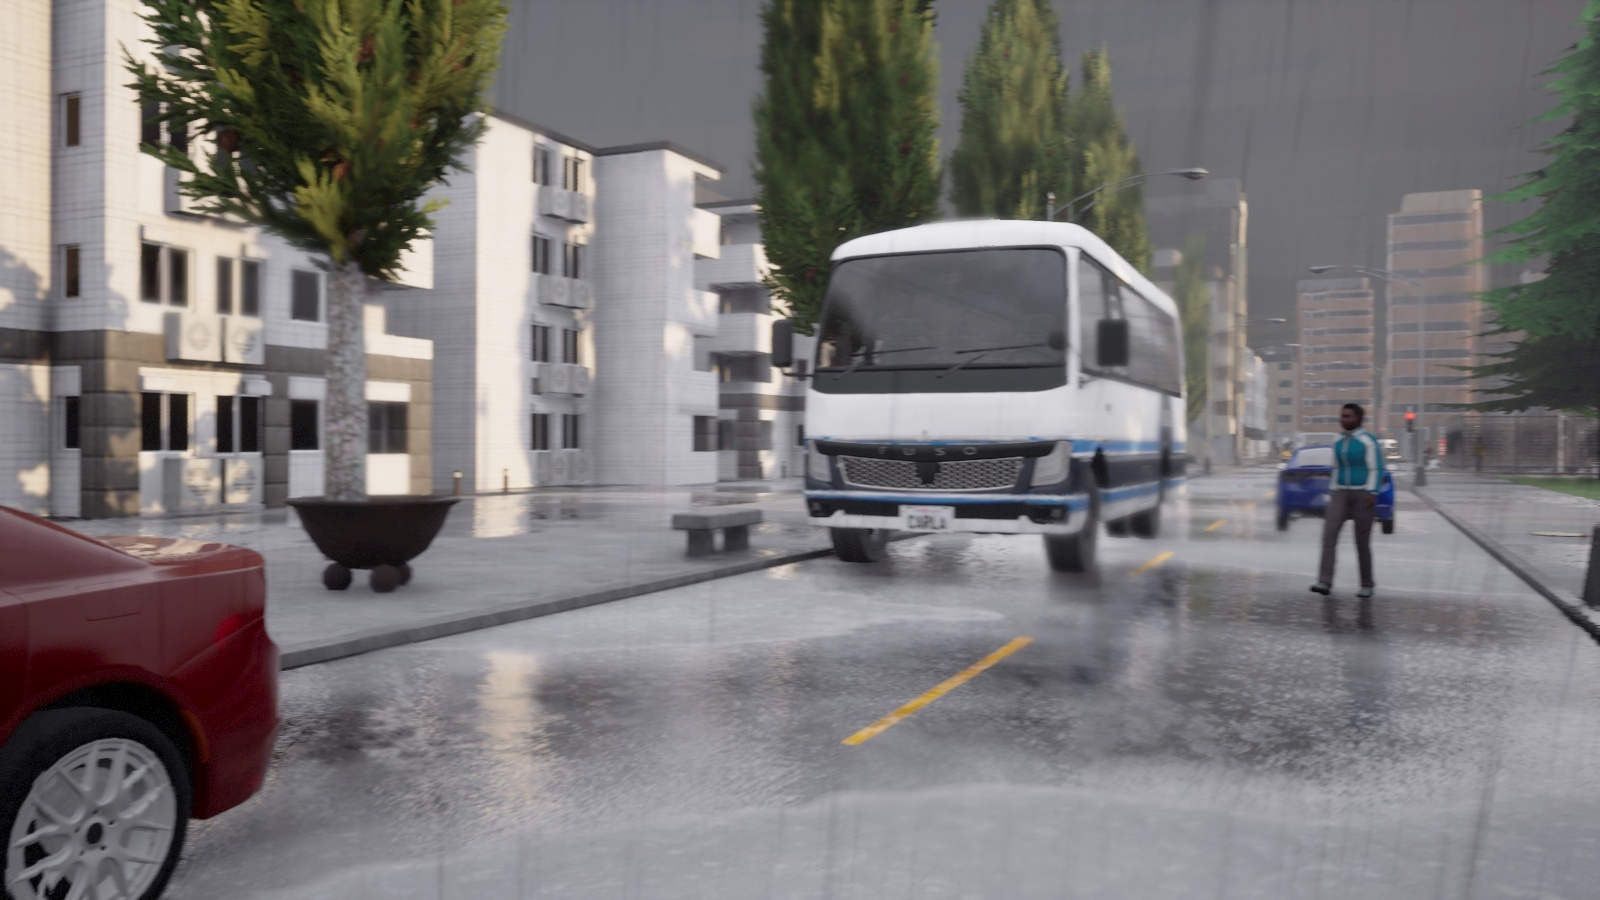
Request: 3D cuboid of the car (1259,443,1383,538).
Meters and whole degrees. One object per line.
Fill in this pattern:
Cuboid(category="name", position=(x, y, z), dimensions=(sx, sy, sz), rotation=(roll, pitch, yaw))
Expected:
Cuboid(category="car", position=(9.586, 0.650, 23.054), dimensions=(1.882, 1.535, 5.008), rotation=(1, 0, 23))

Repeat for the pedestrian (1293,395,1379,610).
Cuboid(category="pedestrian", position=(4.967, 0.469, 11.635), dimensions=(0.692, 1.930, 0.396), rotation=(0, 0, -33))

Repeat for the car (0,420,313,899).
Cuboid(category="car", position=(-3.484, 0.688, 2.441), dimensions=(1.882, 1.535, 5.008), rotation=(0, 0, 20))

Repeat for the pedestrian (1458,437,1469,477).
Cuboid(category="pedestrian", position=(30.885, 0.312, 58.451), dimensions=(0.431, 1.840, 0.709), rotation=(1, 0, 28))

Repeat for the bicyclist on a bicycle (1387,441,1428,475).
Cuboid(category="bicyclist on a bicycle", position=(33.242, 0.428, 68.707), dimensions=(1.843, 1.776, 0.659), rotation=(1, -1, 43))

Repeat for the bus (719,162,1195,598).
Cuboid(category="bus", position=(2.964, -0.715, 17.752), dimensions=(3.944, 4.253, 10.273), rotation=(1, 0, 23))
